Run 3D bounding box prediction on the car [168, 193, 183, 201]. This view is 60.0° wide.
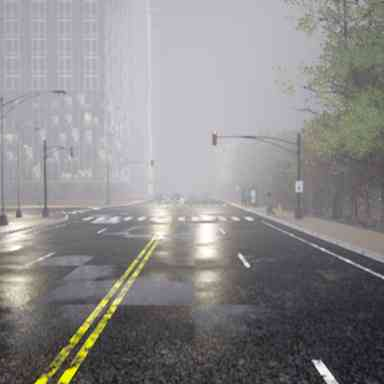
[{"bbox_3d":[-3.230,0.920,67.182,1.882,1.535,5.008,0,1,1],"label":"car"}]

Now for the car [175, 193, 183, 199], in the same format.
[{"bbox_3d":[-3.205,0.901,82.626,1.895,1.301,4.718,0,0,0],"label":"car"}]

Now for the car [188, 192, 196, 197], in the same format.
[{"bbox_3d":[0.051,0.750,92.834,2.033,1.411,5.357,0,1,0],"label":"car"}]

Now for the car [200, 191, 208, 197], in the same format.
[{"bbox_3d":[3.301,0.566,92.801,2.097,1.767,4.553,0,1,0],"label":"car"}]

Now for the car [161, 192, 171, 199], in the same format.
[{"bbox_3d":[-6.455,0.831,82.665,2.128,1.511,4.902,0,0,0],"label":"car"}]

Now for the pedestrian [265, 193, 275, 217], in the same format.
[{"bbox_3d":[5.830,0.934,24.861,0.375,1.860,0.375,0,1,0],"label":"pedestrian"}]

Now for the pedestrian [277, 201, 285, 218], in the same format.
[{"bbox_3d":[6.475,1.220,24.265,0.375,1.300,0.375,0,1,0],"label":"pedestrian"}]

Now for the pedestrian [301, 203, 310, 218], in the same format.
[{"bbox_3d":[8.046,1.325,23.665,0.500,1.100,0.500,0,1,0],"label":"pedestrian"}]

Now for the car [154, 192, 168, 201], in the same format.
[{"bbox_3d":[-6.478,0.968,67.195,1.812,1.442,4.674,0,1,1],"label":"car"}]

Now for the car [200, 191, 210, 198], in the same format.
[{"bbox_3d":[3.296,0.665,82.771,2.097,1.767,4.553,0,0,0],"label":"car"}]

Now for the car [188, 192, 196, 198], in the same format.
[{"bbox_3d":[0.046,0.862,82.804,1.994,1.385,4.181,0,0,0],"label":"car"}]
